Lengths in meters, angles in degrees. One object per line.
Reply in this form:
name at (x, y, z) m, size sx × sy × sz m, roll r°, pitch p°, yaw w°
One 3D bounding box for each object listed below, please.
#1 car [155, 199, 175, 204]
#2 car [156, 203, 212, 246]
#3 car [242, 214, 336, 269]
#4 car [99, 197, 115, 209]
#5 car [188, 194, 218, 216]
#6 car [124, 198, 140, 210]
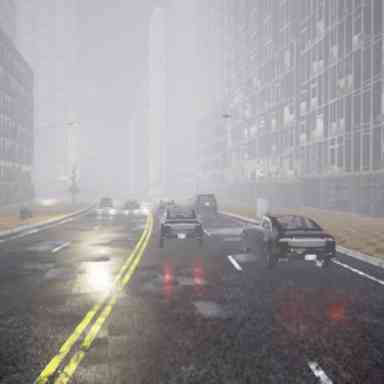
car at (-2.514, 1.453, 32.802) m, size 2.128 × 1.511 × 4.902 m, roll 0°, pitch 0°, yaw -8°
car at (-0.550, 1.478, 15.166) m, size 2.128 × 1.511 × 4.902 m, roll 0°, pitch 0°, yaw -4°
car at (2.960, 1.475, 11.068) m, size 2.128 × 1.511 × 4.902 m, roll 0°, pitch 0°, yaw -3°
car at (-11.437, 1.480, 44.616) m, size 1.837 × 1.490 × 4.892 m, roll 0°, pitch 0°, yaw -12°
car at (0.964, 1.172, 31.613) m, size 2.150 × 2.045 × 5.566 m, roll 0°, pitch 0°, yaw -8°
car at (-7.730, 1.525, 42.707) m, size 1.994 × 1.385 × 4.181 m, roll 0°, pitch 0°, yaw -11°
